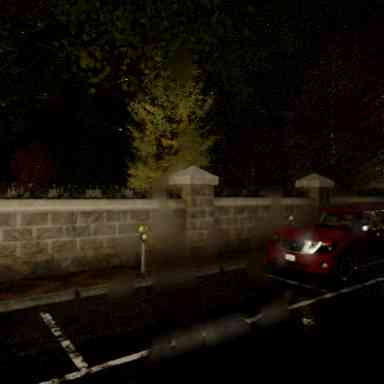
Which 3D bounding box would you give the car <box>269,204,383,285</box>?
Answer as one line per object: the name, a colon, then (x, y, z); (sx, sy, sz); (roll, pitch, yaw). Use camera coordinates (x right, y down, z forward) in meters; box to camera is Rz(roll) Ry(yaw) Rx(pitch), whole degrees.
car: (4.499, 1.315, 9.754); (5.009, 1.841, 2.192); (0, 1, -35)
